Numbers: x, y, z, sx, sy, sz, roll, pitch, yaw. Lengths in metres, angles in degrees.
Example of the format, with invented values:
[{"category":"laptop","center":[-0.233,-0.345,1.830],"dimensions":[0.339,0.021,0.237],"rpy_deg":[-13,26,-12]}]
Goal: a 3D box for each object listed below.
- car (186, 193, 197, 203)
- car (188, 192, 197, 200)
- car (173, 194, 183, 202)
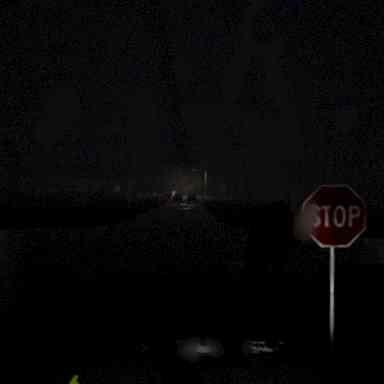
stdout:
[{"category":"car","center":[0.006,1.175,60.415],"dimensions":[1.812,1.442,4.674],"rpy_deg":[0,1,0]},{"category":"car","center":[0.008,0.881,70.446],"dimensions":[1.837,1.490,4.892],"rpy_deg":[0,1,0]},{"category":"car","center":[-2.744,1.048,65.442],"dimensions":[1.882,1.535,5.008],"rpy_deg":[0,1,0]}]
